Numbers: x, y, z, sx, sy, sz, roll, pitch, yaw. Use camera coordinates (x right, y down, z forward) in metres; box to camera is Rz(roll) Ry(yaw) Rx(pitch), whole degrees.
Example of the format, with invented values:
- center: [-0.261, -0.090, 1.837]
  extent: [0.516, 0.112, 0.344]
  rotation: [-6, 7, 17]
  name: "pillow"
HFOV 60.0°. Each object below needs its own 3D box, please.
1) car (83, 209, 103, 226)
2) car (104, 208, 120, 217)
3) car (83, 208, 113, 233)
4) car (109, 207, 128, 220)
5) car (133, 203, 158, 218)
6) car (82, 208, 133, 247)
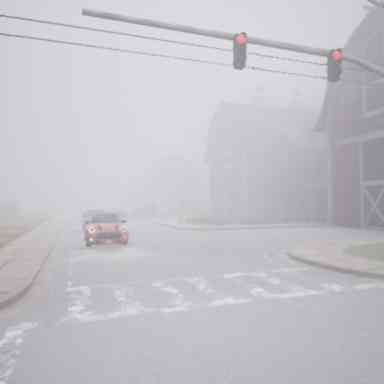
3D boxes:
- center: [-10.554, 2.648, 35.332]
  extent: [1.837, 1.490, 4.892]
  rotation: [0, -2, -19]
  name: "car"
- center: [-12.978, 3.262, 53.505]
  extent: [2.033, 1.411, 5.357]
  rotation: [0, -2, -19]
  name: "car"
- center: [-7.700, 2.222, 26.973]
  extent: [2.097, 1.767, 4.553]
  rotation: [0, -2, -19]
  name: "car"
- center: [-9.809, 2.838, 44.330]
  extent: [1.882, 1.535, 5.008]
  rotation: [-1, -2, -19]
  name: "car"
- center: [-6.897, 2.669, 48.596]
  extent: [3.866, 1.878, 1.905]
  rotation: [-3, 3, 29]
  name: "car"
- center: [-4.834, 1.944, 18.580]
  extent: [2.097, 1.767, 4.553]
  rotation: [0, -2, -19]
  name: "car"
